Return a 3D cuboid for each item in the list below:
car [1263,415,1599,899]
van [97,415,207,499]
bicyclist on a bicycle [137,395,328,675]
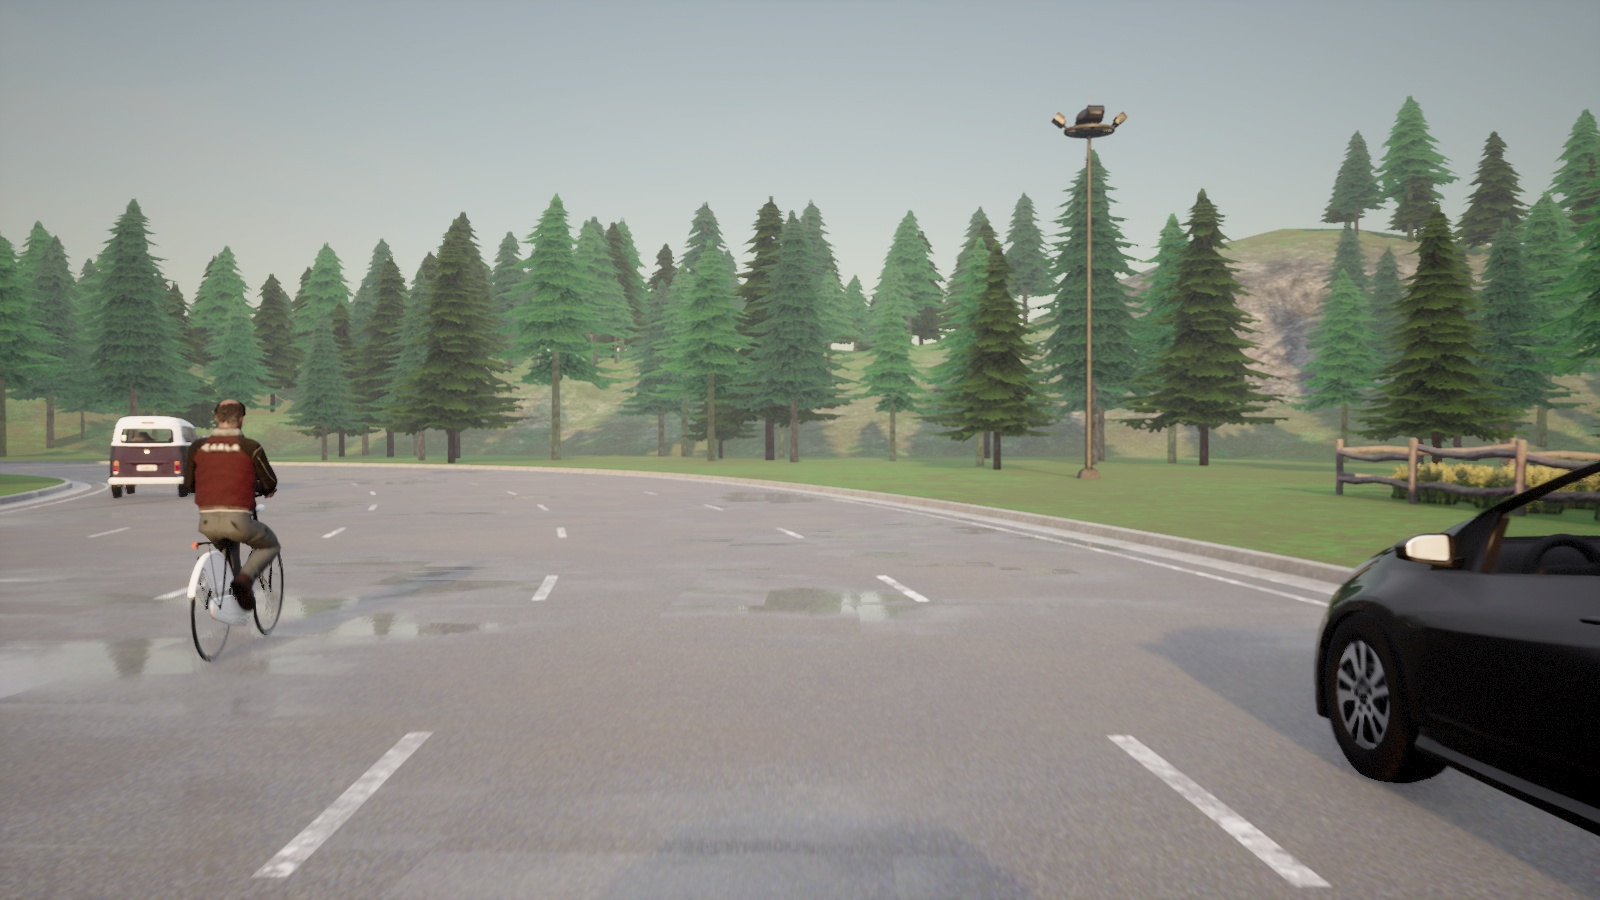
[{"bbox_3d":[3.408,0.656,4.078,2.007,1.525,4.514,0,1,-2],"label":"car"},{"bbox_3d":[-16.802,0.145,32.778,2.069,2.038,4.480,0,1,-21],"label":"van"},{"bbox_3d":[-3.962,0.528,8.924,0.659,1.776,1.843,0,1,-5],"label":"bicyclist on a bicycle"}]
